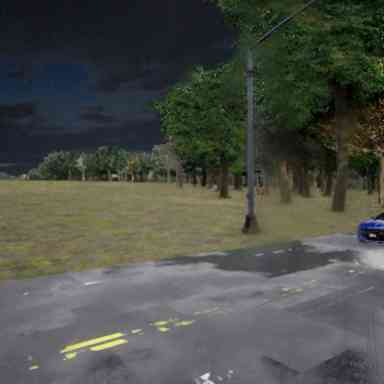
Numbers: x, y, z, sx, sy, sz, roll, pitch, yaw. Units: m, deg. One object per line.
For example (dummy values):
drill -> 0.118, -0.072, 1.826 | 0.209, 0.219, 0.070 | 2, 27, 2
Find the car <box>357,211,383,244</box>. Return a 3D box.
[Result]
car -> 9.489, 1.515, 15.098 | 5.008, 1.535, 1.882 | 0, -1, -35
